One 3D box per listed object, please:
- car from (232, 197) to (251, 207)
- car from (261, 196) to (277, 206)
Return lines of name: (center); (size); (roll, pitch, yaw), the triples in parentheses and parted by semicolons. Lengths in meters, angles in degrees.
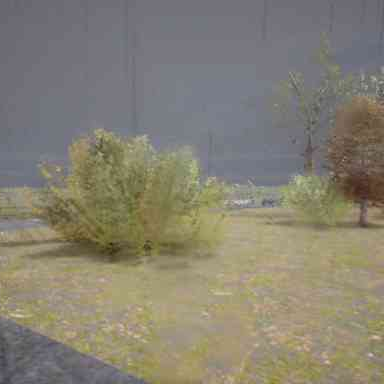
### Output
car: (6.693, 1.448, 48.544); (1.895, 1.301, 4.718); (0, 0, 40)
car: (12.403, 1.343, 50.870); (1.837, 1.490, 4.892); (0, 0, 41)
